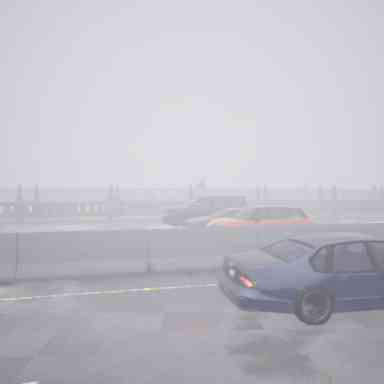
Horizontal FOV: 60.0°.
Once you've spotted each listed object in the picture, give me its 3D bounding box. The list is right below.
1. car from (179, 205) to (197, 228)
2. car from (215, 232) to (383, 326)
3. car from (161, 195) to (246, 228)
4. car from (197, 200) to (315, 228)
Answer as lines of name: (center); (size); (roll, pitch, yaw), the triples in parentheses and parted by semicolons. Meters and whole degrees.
car: (2.264, 1.547, 17.315); (5.357, 1.411, 2.033); (0, 0, -11)
car: (3.197, 1.547, 6.656); (5.357, 1.411, 2.033); (0, 0, -11)
car: (0.898, 1.222, 20.586); (5.566, 2.045, 2.150); (0, 0, -11)
car: (2.742, 1.352, 13.778); (4.553, 1.767, 2.097); (0, 0, -10)
